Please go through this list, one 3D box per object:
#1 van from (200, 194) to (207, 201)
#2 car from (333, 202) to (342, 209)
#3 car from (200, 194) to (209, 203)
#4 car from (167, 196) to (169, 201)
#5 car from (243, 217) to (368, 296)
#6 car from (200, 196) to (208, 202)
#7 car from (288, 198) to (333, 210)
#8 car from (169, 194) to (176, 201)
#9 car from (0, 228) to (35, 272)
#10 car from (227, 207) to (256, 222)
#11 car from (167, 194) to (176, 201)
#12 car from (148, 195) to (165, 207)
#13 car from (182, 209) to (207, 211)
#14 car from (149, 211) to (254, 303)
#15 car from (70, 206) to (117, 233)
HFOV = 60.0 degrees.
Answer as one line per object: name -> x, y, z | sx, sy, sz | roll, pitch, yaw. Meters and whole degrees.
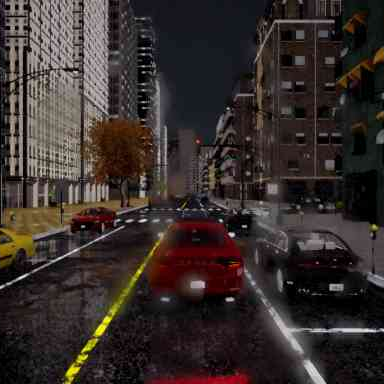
van -> 2.869, 1.424, 84.995 | 1.690, 1.788, 3.998 | 0, 0, 0
car -> 18.905, 1.259, 38.895 | 4.829, 1.417, 1.752 | -1, 1, 0
car -> 2.846, 1.629, 73.948 | 1.947, 1.339, 4.313 | 0, 0, 0
car -> -5.570, 1.607, 57.398 | 1.947, 1.339, 4.313 | 0, 0, 0
car -> 2.707, 1.551, 8.403 | 2.008, 1.369, 4.403 | 0, 0, 0
car -> 2.858, 1.598, 79.641 | 1.752, 1.417, 4.829 | 0, 0, 0
car -> 13.508, 1.359, 38.852 | 4.403, 1.369, 2.008 | -1, 1, 0
car -> -5.512, 1.649, 85.012 | 1.947, 1.339, 4.313 | 0, 0, 0
car -> -5.673, 1.526, 8.251 | 1.752, 1.417, 4.829 | 0, 0, 0
car -> 2.730, 1.555, 19.469 | 2.008, 1.369, 4.403 | 0, 0, 0
car -> -5.501, 1.409, 90.535 | 2.192, 1.841, 5.009 | 0, 0, 0
car -> -5.582, 1.349, 51.875 | 2.192, 1.841, 5.009 | 0, 0, 0
car -> 0.126, 1.605, 18.401 | 1.895, 1.301, 4.718 | 0, 0, 0
car -> 0.109, 1.478, 8.310 | 1.882, 1.535, 5.008 | 0, 0, 0
car -> -5.650, 1.549, 19.487 | 1.887, 1.381, 4.507 | 0, 0, 0
